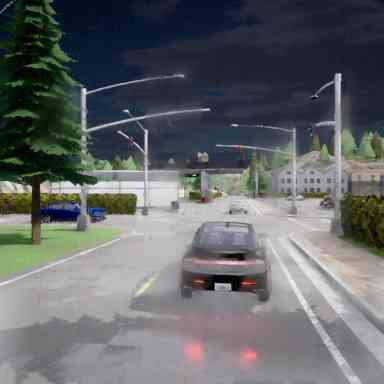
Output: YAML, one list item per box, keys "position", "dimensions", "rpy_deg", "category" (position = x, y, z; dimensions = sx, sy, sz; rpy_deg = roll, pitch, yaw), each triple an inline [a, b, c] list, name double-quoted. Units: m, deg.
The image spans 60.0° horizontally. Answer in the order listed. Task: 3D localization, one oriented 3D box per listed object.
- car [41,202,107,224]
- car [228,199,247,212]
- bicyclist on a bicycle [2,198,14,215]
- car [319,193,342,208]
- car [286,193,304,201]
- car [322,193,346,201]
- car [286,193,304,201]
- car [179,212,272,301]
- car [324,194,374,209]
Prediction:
- position: [-8.660, 1.478, 24.141]
  dimensions: [5.008, 1.535, 1.882]
  rpy_deg: [0, 0, 8]
  category: "car"
- position: [5.026, 1.526, 36.399]
  dimensions: [1.812, 1.442, 4.674]
  rpy_deg: [0, 0, 8]
  category: "car"
- position: [-17.964, 1.453, 32.495]
  dimensions: [0.582, 1.620, 1.656]
  rpy_deg: [0, 0, 7]
  category: "bicyclist on a bicycle"
- position: [18.669, 1.330, 41.703]
  dimensions: [5.027, 1.636, 2.152]
  rpy_deg: [0, 0, 8]
  category: "car"
- position: [24.424, 1.077, 78.846]
  dimensions: [3.866, 1.878, 1.905]
  rpy_deg: [0, 0, 8]
  category: "car"
- position: [31.761, 1.097, 74.502]
  dimensions: [4.605, 1.855, 1.932]
  rpy_deg: [0, 0, 8]
  category: "car"
- position: [23.359, 1.361, 75.638]
  dimensions: [3.806, 1.475, 1.970]
  rpy_deg: [0, 0, 8]
  category: "car"
- position: [0.884, 1.492, 8.373]
  dimensions: [2.128, 1.511, 4.902]
  rpy_deg: [0, 0, 8]
  category: "car"
- position: [18.287, 1.340, 38.589]
  dimensions: [4.514, 1.523, 2.007]
  rpy_deg: [0, 0, 8]
  category: "car"
